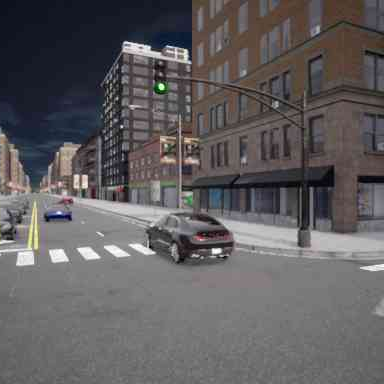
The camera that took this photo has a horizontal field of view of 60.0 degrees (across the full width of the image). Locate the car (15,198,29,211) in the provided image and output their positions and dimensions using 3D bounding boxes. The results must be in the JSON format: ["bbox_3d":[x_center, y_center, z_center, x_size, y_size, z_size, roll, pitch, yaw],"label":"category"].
[{"bbox_3d":[-17.949,1.523,33.919,1.837,1.490,4.892,0,0,-25],"label":"car"}]

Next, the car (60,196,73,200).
[{"bbox_3d":[-21.507,1.495,56.957,1.882,1.535,5.008,0,0,-25],"label":"car"}]

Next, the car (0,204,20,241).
[{"bbox_3d":[-9.773,1.539,16.475,1.812,1.442,4.674,0,0,-25],"label":"car"}]

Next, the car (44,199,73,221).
[{"bbox_3d":[-11.038,1.577,27.284,1.994,1.385,4.181,0,0,-25],"label":"car"}]

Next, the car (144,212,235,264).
[{"bbox_3d":[-0.300,1.509,12.080,1.837,1.490,4.892,0,0,-25],"label":"car"}]

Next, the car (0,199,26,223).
[{"bbox_3d":[-13.704,1.521,24.851,1.837,1.490,4.892,0,0,-25],"label":"car"}]
